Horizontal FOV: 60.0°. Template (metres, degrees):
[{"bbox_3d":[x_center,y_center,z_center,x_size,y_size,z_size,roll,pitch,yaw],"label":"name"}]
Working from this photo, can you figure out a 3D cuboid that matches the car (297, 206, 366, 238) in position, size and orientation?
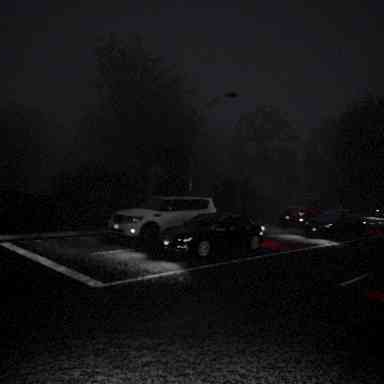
[{"bbox_3d":[8.498,1.770,19.546,4.674,1.442,1.812,1,1,-38],"label":"car"}]

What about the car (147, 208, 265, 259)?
[{"bbox_3d":[0.911,1.566,13.030,4.892,1.490,1.837,2,0,-42],"label":"car"}]

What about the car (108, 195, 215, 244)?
[{"bbox_3d":[-1.152,1.182,15.906,5.566,2.045,2.150,2,0,-43],"label":"car"}]

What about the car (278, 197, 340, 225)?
[{"bbox_3d":[8.665,1.391,24.085,5.566,2.045,2.150,1,1,-37],"label":"car"}]

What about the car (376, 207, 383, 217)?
[{"bbox_3d":[19.708,1.660,31.478,5.357,1.411,2.033,-1,2,-31],"label":"car"}]
